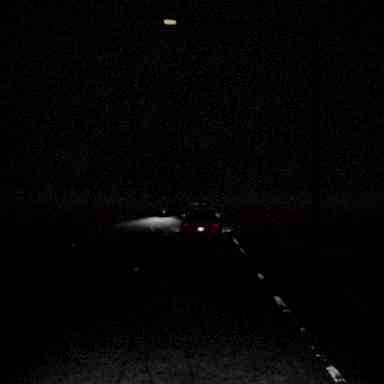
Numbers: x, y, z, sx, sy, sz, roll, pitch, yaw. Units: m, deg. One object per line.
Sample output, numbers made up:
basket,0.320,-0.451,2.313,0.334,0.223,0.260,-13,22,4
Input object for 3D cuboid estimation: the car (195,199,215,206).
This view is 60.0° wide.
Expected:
car,1.237,1.653,31.869,1.994,1.385,4.181,0,0,4

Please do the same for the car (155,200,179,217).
car,-2.400,1.572,32.943,2.128,1.511,4.902,0,0,4

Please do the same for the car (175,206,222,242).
car,0.452,1.603,16.540,1.994,1.385,4.181,0,0,2

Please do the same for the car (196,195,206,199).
car,2.048,1.558,73.141,2.097,1.767,4.553,0,0,8
